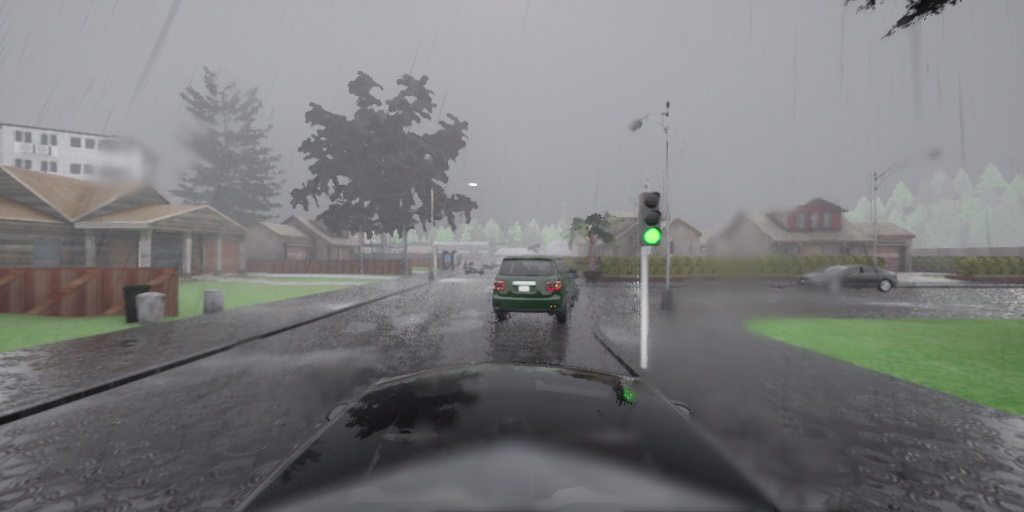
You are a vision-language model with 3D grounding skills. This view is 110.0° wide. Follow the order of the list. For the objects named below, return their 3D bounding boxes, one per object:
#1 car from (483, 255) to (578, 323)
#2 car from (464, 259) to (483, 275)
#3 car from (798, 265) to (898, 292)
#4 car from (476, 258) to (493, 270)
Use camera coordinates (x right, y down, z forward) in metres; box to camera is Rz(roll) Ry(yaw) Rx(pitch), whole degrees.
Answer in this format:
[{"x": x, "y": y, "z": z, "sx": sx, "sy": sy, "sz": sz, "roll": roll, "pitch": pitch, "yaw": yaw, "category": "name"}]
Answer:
[{"x": 0.974, "y": 0.987, "z": 12.472, "sx": 2.150, "sy": 2.045, "sz": 5.566, "roll": 0, "pitch": 0, "yaw": 14, "category": "car"}, {"x": -4.094, "y": 1.304, "z": 39.887, "sx": 1.837, "sy": 1.490, "sz": 4.892, "roll": 0, "pitch": 1, "yaw": 0, "category": "car"}, {"x": 19.595, "y": 1.280, "z": 21.043, "sx": 4.892, "sy": 1.490, "sz": 1.837, "roll": 0, "pitch": 0, "yaw": 0, "category": "car"}, {"x": -4.074, "y": 1.173, "z": 54.086, "sx": 2.097, "sy": 1.767, "sz": 4.553, "roll": 0, "pitch": 0, "yaw": 0, "category": "car"}]
